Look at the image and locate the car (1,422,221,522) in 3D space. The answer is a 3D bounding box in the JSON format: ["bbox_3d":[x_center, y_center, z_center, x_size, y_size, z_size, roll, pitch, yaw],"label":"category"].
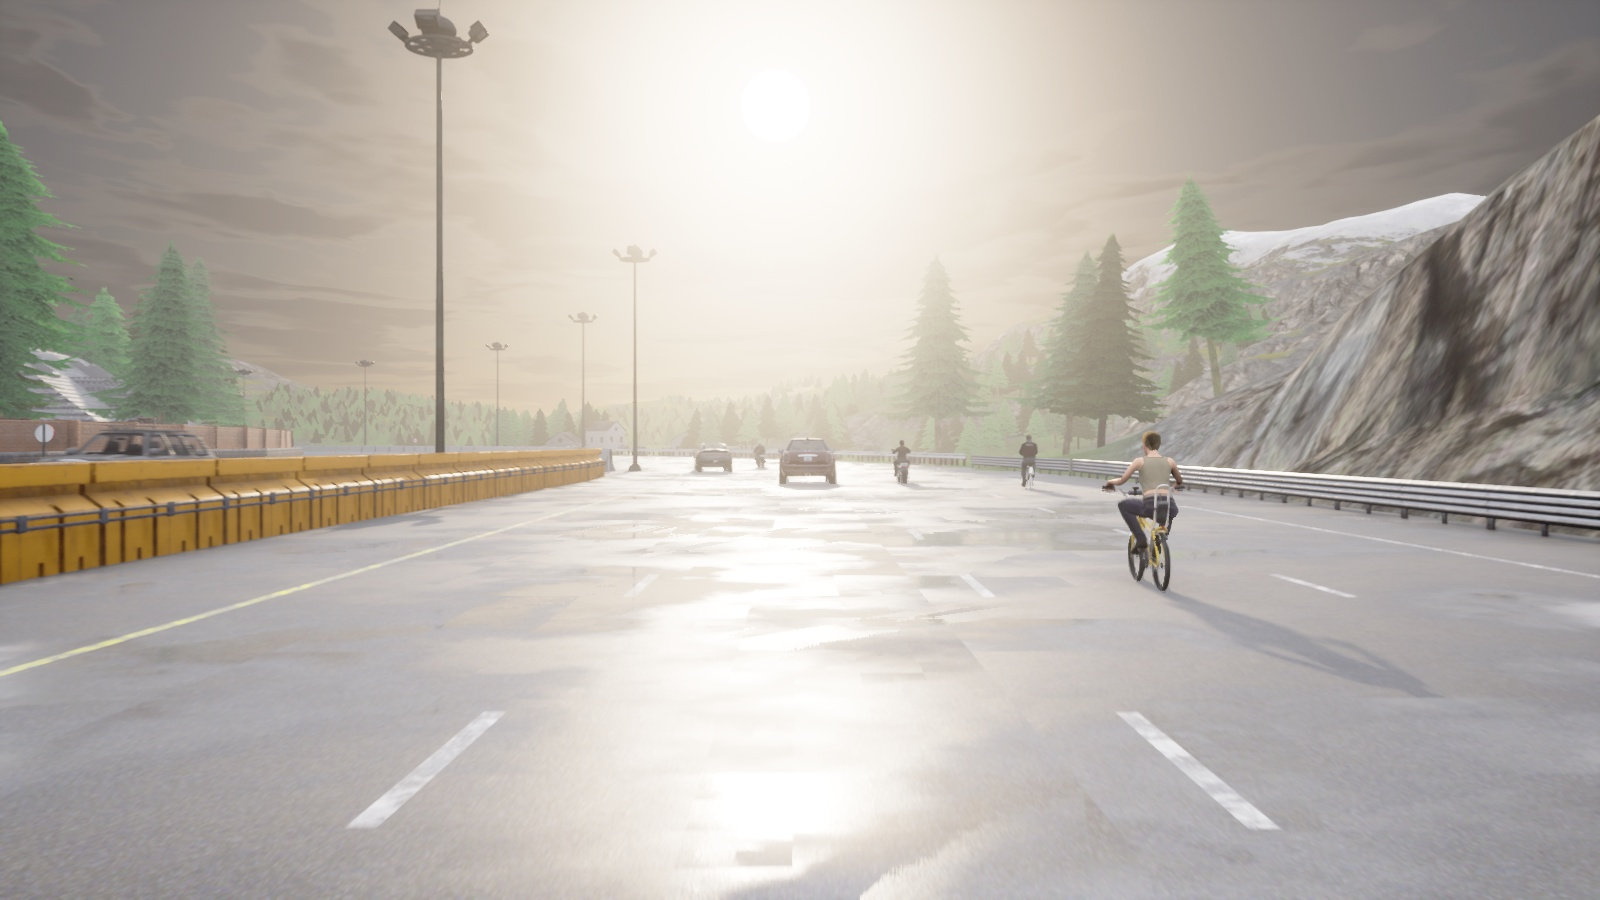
[{"bbox_3d":[-13.832,0.408,25.591,1.932,1.855,4.605,0,0,0],"label":"car"}]

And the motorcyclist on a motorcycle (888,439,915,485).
[{"bbox_3d":[3.777,0.435,46.917,0.766,1.649,2.350,0,0,-1],"label":"motorcyclist on a motorcycle"}]

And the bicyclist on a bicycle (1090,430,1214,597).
[{"bbox_3d":[3.586,0.613,12.924,0.866,1.612,1.509,0,0,1],"label":"bicyclist on a bicycle"}]

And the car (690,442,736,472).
[{"bbox_3d":[-4.629,0.325,66.159,2.128,1.511,4.902,0,0,-7],"label":"car"}]

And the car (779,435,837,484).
[{"bbox_3d":[0.243,0.334,47.941,2.097,1.767,4.553,0,0,-1],"label":"car"}]
